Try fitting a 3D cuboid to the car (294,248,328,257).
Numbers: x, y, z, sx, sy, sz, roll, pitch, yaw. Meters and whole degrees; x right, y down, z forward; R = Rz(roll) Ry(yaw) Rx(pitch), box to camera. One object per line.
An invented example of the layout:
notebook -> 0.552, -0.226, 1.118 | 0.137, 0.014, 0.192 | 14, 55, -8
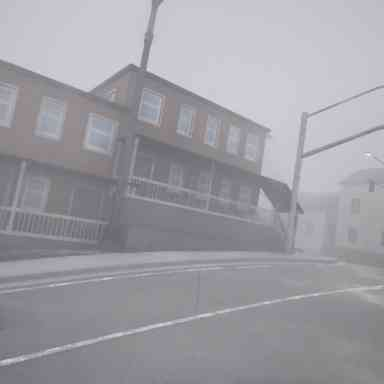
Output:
car -> 9.706, 5.695, 29.286 | 1.812, 1.442, 4.674 | 14, -16, -34
